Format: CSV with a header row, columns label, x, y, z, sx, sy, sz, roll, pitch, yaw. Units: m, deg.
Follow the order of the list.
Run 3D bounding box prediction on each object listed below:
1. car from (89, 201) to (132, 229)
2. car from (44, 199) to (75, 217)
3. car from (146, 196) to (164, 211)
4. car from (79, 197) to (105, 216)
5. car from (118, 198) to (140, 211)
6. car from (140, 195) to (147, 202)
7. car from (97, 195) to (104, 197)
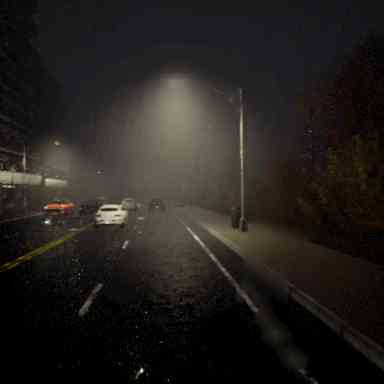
label,x,y,z,sx,sy,sz,roll,pitch,yaw
car,-5.264,1.568,21.968,1.812,1.442,4.674,-1,0,-7
car,-13.516,1.504,33.992,2.097,1.767,4.553,-1,0,-8
car,-4.484,1.492,41.206,1.837,1.490,4.892,-1,1,-8
car,-10.250,1.576,34.114,1.882,1.535,5.008,-1,0,-8
car,-7.706,1.565,40.826,1.812,1.442,4.674,-1,0,-8
car,-11.488,1.493,78.939,1.837,1.490,4.892,-1,0,-13
car,-20.609,1.446,75.037,1.882,1.535,5.008,-1,0,-12
